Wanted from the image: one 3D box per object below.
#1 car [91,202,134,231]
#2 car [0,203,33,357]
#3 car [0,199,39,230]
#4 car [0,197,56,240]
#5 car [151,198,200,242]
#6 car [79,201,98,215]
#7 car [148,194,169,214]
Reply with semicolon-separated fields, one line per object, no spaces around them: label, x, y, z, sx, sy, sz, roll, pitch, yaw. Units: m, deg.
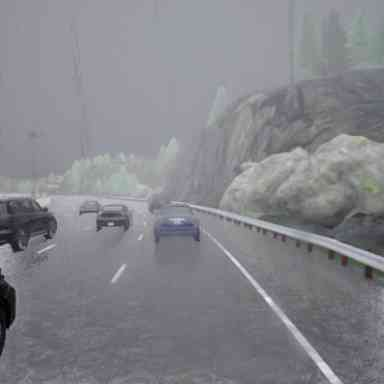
car;-4.752;1.516;20.763;1.837;1.490;4.892;0;0;-6
car;-3.494;1.229;2.264;2.150;2.045;5.566;0;0;-1
car;-11.934;1.377;21.896;2.097;1.767;4.553;0;0;-7
car;-7.582;1.237;14.032;2.150;2.045;5.566;0;0;-5
car;-0.830;1.355;16.742;2.097;1.767;4.553;0;0;-5
car;-10.193;1.570;33.634;2.033;1.411;5.357;0;0;-11
car;-3.562;1.231;36.115;2.150;2.045;5.566;0;0;-11
